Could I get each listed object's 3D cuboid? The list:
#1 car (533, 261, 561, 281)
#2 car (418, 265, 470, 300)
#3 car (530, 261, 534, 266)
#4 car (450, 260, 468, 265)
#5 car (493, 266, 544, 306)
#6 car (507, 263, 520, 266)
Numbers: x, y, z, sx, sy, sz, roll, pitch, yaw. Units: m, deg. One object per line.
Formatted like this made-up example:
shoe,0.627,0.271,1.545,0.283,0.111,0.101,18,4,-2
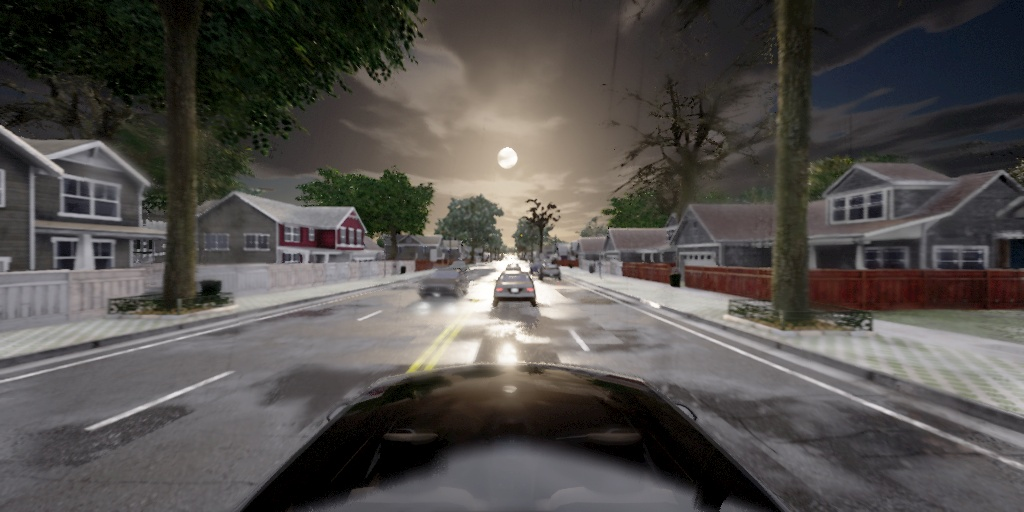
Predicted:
car,3.381,1.422,32.992,2.128,1.511,4.902,0,0,0
car,-3.336,1.384,18.630,2.033,1.411,5.357,0,0,0
car,3.314,1.348,45.109,2.097,1.767,4.553,0,0,0
car,-6.456,1.325,44.248,2.097,1.767,4.553,0,0,0
car,0.111,1.378,16.282,2.033,1.411,5.357,0,0,0
car,0.139,1.505,39.282,2.033,1.411,5.357,0,0,0
